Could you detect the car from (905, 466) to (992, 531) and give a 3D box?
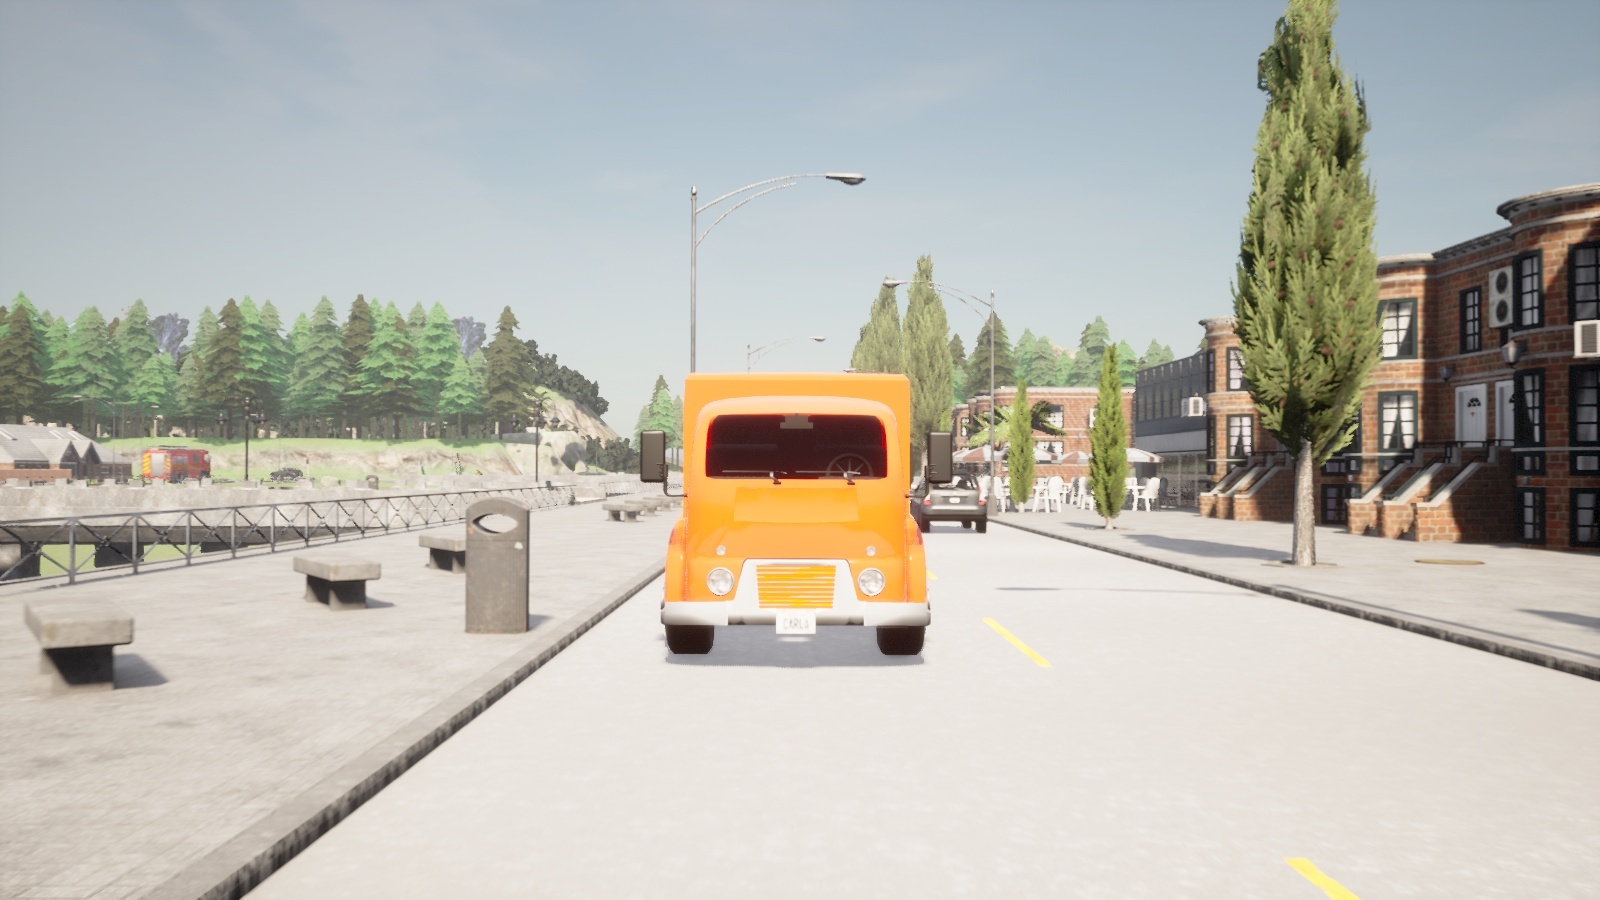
[{"bbox_3d":[3.911,1.262,33.740,1.851,1.617,3.988,0,-1,0],"label":"car"}]

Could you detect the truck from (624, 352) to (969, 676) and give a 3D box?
[{"bbox_3d":[-0.034,0.532,12.205,2.627,2.467,5.204,0,-1,0],"label":"truck"}]
